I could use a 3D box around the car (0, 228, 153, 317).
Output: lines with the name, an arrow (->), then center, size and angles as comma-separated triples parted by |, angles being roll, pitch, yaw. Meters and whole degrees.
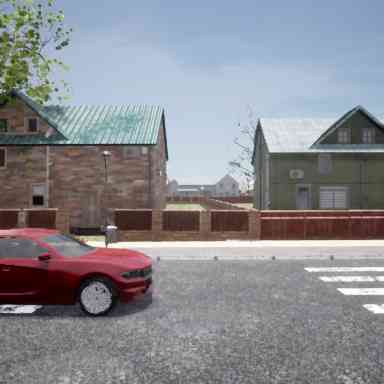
car -> -3.325, 1.523, 6.997 | 5.008, 1.535, 1.882 | 0, -1, 1
